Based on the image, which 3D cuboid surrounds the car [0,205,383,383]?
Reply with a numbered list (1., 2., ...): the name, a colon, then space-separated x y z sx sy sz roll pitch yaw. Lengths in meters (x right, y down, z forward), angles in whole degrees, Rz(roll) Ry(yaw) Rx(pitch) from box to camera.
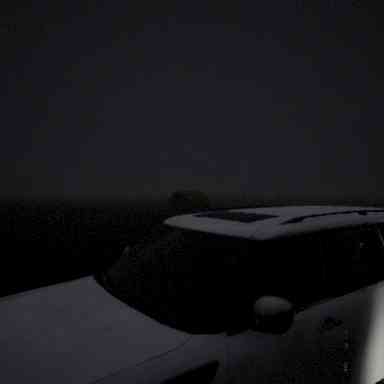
1. car: 0.553 1.203 3.429 5.566 2.045 2.150 0 0 -34
